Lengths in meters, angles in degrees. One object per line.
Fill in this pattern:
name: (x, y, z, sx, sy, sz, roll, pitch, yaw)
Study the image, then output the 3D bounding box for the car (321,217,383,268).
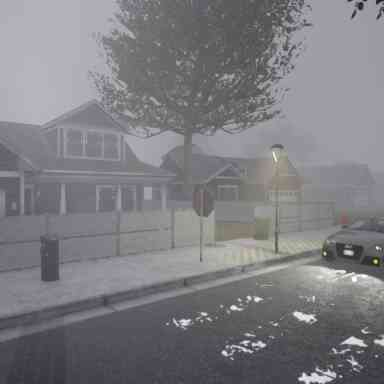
car: (5.957, 1.530, 10.716, 4.181, 1.385, 1.994, 0, 1, -40)
